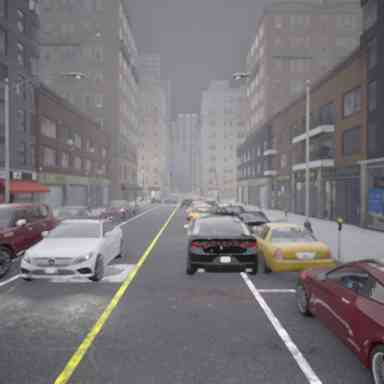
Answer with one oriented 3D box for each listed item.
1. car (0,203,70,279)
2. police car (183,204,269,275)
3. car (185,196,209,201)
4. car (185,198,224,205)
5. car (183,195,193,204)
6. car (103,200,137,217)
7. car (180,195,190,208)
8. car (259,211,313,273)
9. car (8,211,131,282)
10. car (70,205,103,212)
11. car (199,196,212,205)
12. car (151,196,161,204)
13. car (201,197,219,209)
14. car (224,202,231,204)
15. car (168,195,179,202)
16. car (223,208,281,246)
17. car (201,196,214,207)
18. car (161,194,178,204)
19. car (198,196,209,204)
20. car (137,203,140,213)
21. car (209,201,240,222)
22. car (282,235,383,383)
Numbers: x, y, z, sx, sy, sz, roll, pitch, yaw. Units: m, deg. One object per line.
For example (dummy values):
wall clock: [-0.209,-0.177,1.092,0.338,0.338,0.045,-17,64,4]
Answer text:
car: [-5.804,1.295,10.114,2.192,1.841,5.009,-1,0,-1]
police car: [0.770,1.405,10.532,1.930,1.638,5.238,0,0,-1]
car: [0.570,1.403,26.612,1.801,1.575,5.366,0,0,-1]
car: [0.645,1.415,20.611,1.801,1.575,5.366,0,0,-1]
car: [-0.758,1.341,61.056,1.882,1.535,5.008,0,0,-1]
car: [-6.010,1.387,26.869,1.967,1.590,4.097,-1,0,-1]
car: [-0.574,1.405,47.128,1.837,1.490,4.892,0,0,0]
car: [2.729,1.506,10.390,1.752,1.417,4.829,-1,0,-1]
car: [-3.222,1.507,9.855,1.812,1.442,4.674,0,0,-1]
car: [-5.872,1.409,15.699,1.967,1.590,4.097,-1,0,-1]
car: [2.187,1.445,54.904,1.947,1.339,4.313,-1,0,-1]
car: [-6.426,1.409,60.382,1.887,1.381,4.507,-1,0,-1]
car: [2.323,1.459,43.732,2.008,1.369,4.403,-1,0,-1]
car: [2.596,1.524,21.391,1.947,1.339,4.313,-1,0,-1]
car: [-3.861,1.414,69.373,1.994,1.385,4.181,0,0,-1]
car: [2.664,1.535,15.805,1.947,1.339,4.313,-1,0,-1]
car: [2.253,1.419,49.488,1.752,1.417,4.829,-1,0,-1]
car: [-3.722,1.220,58.084,2.097,1.767,4.553,0,0,-1]
car: [2.119,1.447,60.489,1.802,1.307,4.206,-1,0,-1]
car: [-6.078,1.517,32.455,1.802,1.307,4.206,-1,0,-1]
car: [2.528,1.498,26.976,2.008,1.369,4.403,-1,0,-1]
car: [2.801,1.573,4.634,1.802,1.307,4.206,-1,0,-1]
